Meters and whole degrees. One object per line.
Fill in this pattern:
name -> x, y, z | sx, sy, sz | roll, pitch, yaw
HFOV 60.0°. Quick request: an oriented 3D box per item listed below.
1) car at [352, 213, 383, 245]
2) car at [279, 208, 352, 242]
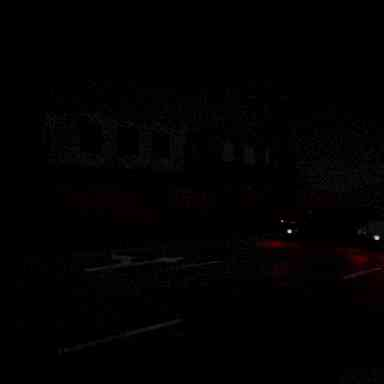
car -> 9.340, 1.619, 14.735 | 4.674, 1.442, 1.812 | 0, 0, -35
car -> 6.571, 1.595, 17.064 | 4.892, 1.490, 1.837 | 0, 0, -35
